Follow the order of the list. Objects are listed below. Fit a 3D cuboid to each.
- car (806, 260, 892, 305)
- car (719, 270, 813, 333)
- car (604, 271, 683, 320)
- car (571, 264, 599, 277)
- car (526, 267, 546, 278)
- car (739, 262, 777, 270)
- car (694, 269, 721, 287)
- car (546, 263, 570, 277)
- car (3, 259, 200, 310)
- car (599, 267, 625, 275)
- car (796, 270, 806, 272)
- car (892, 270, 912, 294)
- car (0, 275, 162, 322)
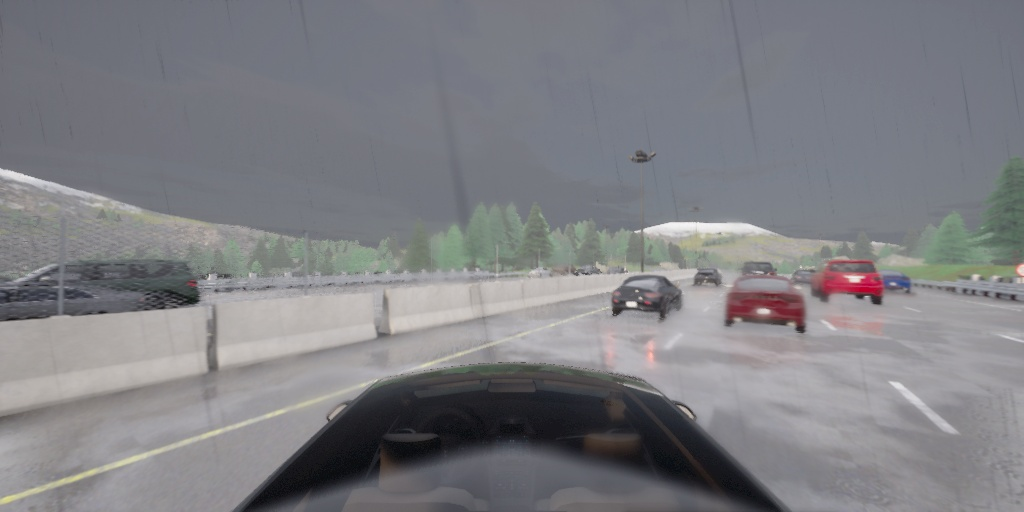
[{"bbox_3d":[16.801,1.242,18.231,2.150,2.045,5.566,-1,-2,34],"label":"car"},{"bbox_3d":[7.990,1.347,11.462,1.882,1.535,5.008,-1,-1,34],"label":"car"},{"bbox_3d":[5.154,1.430,13.516,1.812,1.442,4.674,-1,-1,34],"label":"car"},{"bbox_3d":[9.686,1.822,45.360,2.033,1.411,5.357,-1,-2,34],"label":"car"},{"bbox_3d":[3.887,2.266,49.275,1.812,1.442,4.674,-1,-2,34],"label":"car"},{"bbox_3d":[18.479,1.454,26.956,2.150,2.045,5.566,-1,-2,34],"label":"car"},{"bbox_3d":[16.923,1.824,30.896,1.837,1.490,4.892,-1,-2,34],"label":"car"},{"bbox_3d":[6.805,1.735,47.350,2.097,1.767,4.553,-1,-2,34],"label":"car"},{"bbox_3d":[-13.497,1.131,11.300,2.150,2.045,5.566,-1,-1,34],"label":"car"},{"bbox_3d":[12.583,2.139,43.390,1.837,1.490,4.892,-1,-2,34],"label":"car"},{"bbox_3d":[25.901,1.926,31.670,2.033,1.411,5.357,-1,-2,34],"label":"car"},{"bbox_3d":[25.289,1.683,24.526,1.882,1.535,5.008,-1,-2,34],"label":"car"},{"bbox_3d":[-11.515,1.357,7.978,2.128,1.511,4.902,-1,-1,34],"label":"car"}]
